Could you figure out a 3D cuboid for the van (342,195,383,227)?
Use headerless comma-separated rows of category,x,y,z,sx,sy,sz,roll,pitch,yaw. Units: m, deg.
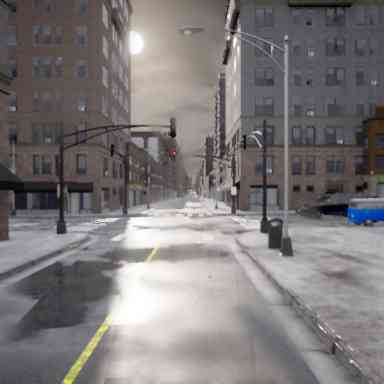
van,12.197,1.302,21.408,3.998,1.788,1.690,-1,1,0

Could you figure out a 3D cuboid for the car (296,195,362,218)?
car,12.210,1.254,29.932,5.009,1.841,2.192,-1,1,0

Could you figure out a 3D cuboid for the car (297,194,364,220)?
car,11.557,1.178,27.287,5.566,2.045,2.150,0,0,0
